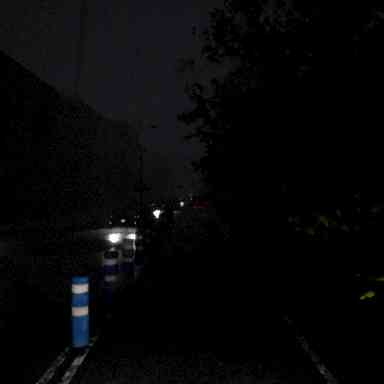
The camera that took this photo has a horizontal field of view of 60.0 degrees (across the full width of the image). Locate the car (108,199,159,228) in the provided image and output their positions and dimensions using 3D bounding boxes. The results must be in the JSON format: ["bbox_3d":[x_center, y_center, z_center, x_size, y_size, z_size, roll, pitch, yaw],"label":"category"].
[{"bbox_3d":[-3.632,1.390,20.514,1.994,1.385,4.181,0,1,7],"label":"car"}]

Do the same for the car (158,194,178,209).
[{"bbox_3d":[-2.938,1.216,36.177,1.994,1.385,4.181,0,1,1],"label":"car"}]

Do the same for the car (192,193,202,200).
[{"bbox_3d":[1.083,0.863,67.181,1.895,1.301,4.718,0,1,1],"label":"car"}]

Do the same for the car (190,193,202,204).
[{"bbox_3d":[0.811,0.995,49.896,1.837,1.490,4.892,0,1,1],"label":"car"}]

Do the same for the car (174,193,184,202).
[{"bbox_3d":[-2.413,0.879,56.962,1.882,1.535,5.008,0,0,2],"label":"car"}]
